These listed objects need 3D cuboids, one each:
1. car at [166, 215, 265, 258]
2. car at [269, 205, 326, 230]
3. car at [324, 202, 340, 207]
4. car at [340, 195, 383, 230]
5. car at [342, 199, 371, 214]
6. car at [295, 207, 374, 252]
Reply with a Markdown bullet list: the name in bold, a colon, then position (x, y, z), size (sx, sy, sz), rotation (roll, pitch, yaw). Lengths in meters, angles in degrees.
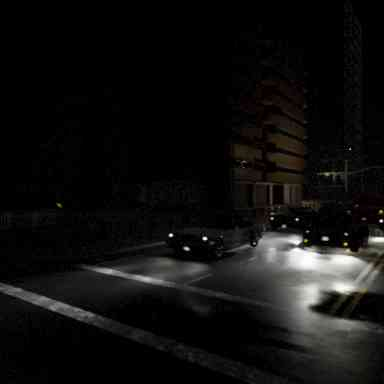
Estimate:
- **car**: position (1.084, 1.606, 13.051), size (1.895, 1.301, 4.718), rotation (0, 0, 36)
- **car**: position (6.451, 1.605, 20.476), size (1.895, 1.301, 4.718), rotation (0, 0, 36)
- **car**: position (12.101, 1.551, 28.289), size (2.033, 1.411, 5.357), rotation (0, 0, 36)
- **car**: position (11.511, 1.222, 21.498), size (2.150, 2.045, 5.566), rotation (0, 0, 36)
- **car**: position (18.229, 1.550, 36.697), size (2.033, 1.411, 5.357), rotation (0, 0, 37)
- **car**: position (6.145, 1.565, 14.079), size (1.994, 1.385, 4.181), rotation (0, 0, 36)
